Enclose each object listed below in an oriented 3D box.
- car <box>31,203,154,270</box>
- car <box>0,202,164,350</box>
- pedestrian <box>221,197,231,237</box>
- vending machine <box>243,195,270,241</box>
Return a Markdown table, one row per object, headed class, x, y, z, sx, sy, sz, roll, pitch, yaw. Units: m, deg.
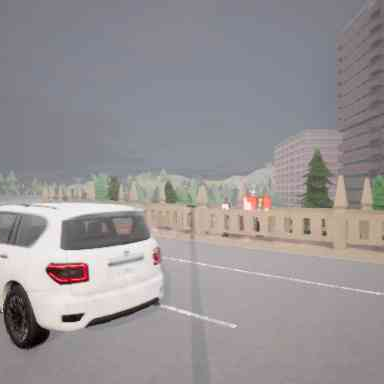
| class | x | y | z | sx | sy | sz | roll | pitch | yaw |
| --- | --- | --- | --- | --- | --- | --- | --- | --- | --- |
| car | -3.651 | 1.349 | 11.805 | 4.553 | 1.767 | 2.097 | 0 | 0 | 42 |
| car | -3.013 | 1.220 | 6.535 | 5.566 | 2.045 | 2.150 | 0 | 0 | 39 |
| pedestrian | 1.583 | 1.140 | 15.467 | 0.375 | 1.860 | 0.375 | 0 | 0 | 41 |
| vending machine | 3.112 | 1.194 | 16.008 | 0.880 | 2.100 | 1.100 | 0 | 0 | 41 |
